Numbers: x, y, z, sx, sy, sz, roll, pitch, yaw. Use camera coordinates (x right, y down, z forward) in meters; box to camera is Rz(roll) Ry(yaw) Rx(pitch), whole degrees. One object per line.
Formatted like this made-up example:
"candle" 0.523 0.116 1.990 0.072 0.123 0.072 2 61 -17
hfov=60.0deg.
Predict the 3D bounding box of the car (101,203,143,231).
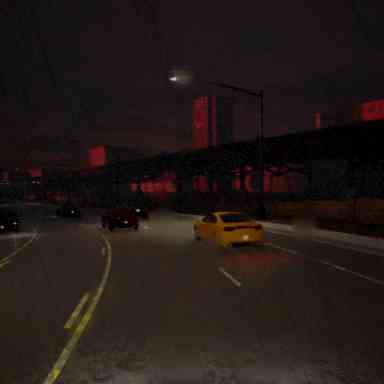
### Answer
"car" -5.146 1.802 23.319 1.882 1.535 5.008 -1 -1 -23

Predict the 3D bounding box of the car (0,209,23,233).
"car" -12.851 1.983 22.811 1.837 1.490 4.892 0 -1 -28

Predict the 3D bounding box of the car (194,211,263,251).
"car" 1.448 1.610 15.045 1.882 1.535 5.008 -1 -1 -14

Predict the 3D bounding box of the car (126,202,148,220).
"car" -6.011 1.764 32.173 2.097 1.767 4.553 -1 0 -31

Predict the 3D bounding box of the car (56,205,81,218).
"car" -14.344 2.212 38.486 1.994 1.385 4.181 -1 0 -34
